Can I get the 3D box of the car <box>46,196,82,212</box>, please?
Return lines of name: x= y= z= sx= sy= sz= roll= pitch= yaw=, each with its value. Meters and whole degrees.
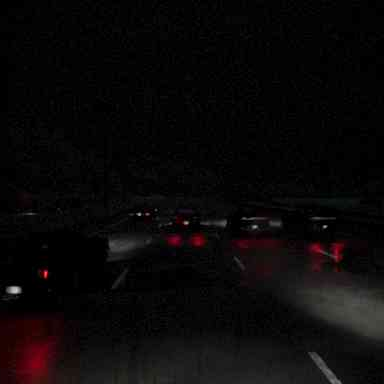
car: x=-15.017 y=1.587 z=40.002 sx=2.150 sy=2.045 sz=5.566 roll=0 pitch=0 yaw=-1

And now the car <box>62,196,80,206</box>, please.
car: x=-26.215 y=1.878 z=72.289 sx=2.150 sy=2.045 sz=5.566 roll=0 pitch=0 yaw=-1

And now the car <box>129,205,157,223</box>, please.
car: x=-4.022 y=1.755 z=27.569 sx=2.033 sy=1.411 sz=5.357 roll=0 pitch=0 yaw=-1

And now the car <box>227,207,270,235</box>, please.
car: x=3.171 y=1.597 z=19.446 sx=2.128 sy=1.511 sz=4.902 roll=0 pitch=0 yaw=-1

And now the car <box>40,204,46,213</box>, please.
car: x=-18.619 y=1.946 z=44.607 sx=1.812 sy=1.442 sz=4.674 roll=0 pitch=0 yaw=-1

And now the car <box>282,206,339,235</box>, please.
car: x=6.676 y=1.571 z=19.254 sx=2.128 sy=1.511 sz=4.902 roll=0 pitch=0 yaw=-1

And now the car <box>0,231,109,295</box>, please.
car: x=-3.586 y=1.684 z=8.864 sx=1.895 sy=1.301 sz=4.718 roll=0 pitch=0 yaw=-1

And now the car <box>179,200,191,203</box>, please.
car: x=-0.812 y=1.741 z=39.572 sx=1.882 sy=1.535 sz=5.008 roll=0 pitch=0 yaw=-1

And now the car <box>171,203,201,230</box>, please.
car: x=-0.389 y=1.672 z=21.967 sx=1.812 sy=1.442 sz=4.674 roll=0 pitch=0 yaw=-1

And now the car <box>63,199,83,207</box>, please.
car: x=-22.495 y=2.110 z=63.260 sx=2.033 sy=1.411 sz=5.357 roll=0 pitch=0 yaw=-1

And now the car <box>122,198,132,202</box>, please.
car: x=-15.925 y=2.230 z=81.129 sx=1.895 sy=1.301 sz=4.718 roll=0 pitch=0 yaw=-1
